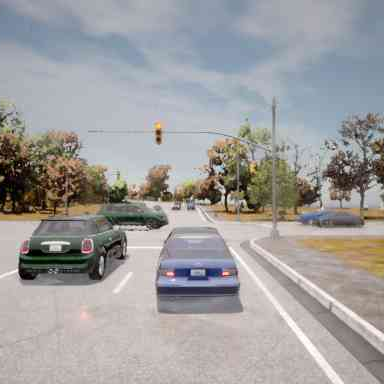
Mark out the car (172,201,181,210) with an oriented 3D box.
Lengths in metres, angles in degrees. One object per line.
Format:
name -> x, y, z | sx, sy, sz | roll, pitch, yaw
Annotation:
car -> -3.712, 3.539, 77.834 | 1.895, 1.301, 4.718 | 0, 0, 0

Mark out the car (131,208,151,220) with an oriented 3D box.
car -> -7.220, 3.158, 47.798 | 2.128, 1.511, 4.902 | 0, -2, 1

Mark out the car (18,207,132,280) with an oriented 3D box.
car -> -3.444, 1.486, 10.515 | 2.097, 1.767, 4.553 | 0, -1, 0

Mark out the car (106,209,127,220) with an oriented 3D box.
car -> -10.762, 3.208, 47.601 | 2.033, 1.411, 5.357 | 0, -2, -3

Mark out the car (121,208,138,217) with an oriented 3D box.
car -> -10.740, 3.504, 57.478 | 1.895, 1.301, 4.718 | 0, -1, 0

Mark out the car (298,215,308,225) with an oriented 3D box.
car -> 13.158, 2.525, 33.140 | 5.008, 1.535, 1.882 | 0, -3, -1

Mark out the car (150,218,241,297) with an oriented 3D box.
car -> 0.068, 1.646, 8.901 | 2.033, 1.411, 5.357 | 0, -1, -1

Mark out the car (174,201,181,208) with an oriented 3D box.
car -> -3.833, 3.248, 87.867 | 1.837, 1.490, 4.892 | 0, 0, -4

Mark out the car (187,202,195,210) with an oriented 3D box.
car -> -0.212, 3.467, 77.779 | 1.812, 1.442, 4.674 | 0, 0, 0

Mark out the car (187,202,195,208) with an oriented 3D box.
car -> -0.334, 3.305, 87.961 | 1.994, 1.385, 4.181 | 0, 0, -4

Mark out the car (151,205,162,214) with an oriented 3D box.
car -> -7.198, 3.488, 67.979 | 1.837, 1.490, 4.892 | 0, 0, 0

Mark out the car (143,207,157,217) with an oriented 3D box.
car -> -7.237, 3.433, 57.689 | 1.812, 1.442, 4.674 | 0, -1, 0

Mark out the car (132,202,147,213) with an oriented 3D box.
car -> -10.687, 3.204, 68.235 | 2.150, 2.045, 5.566 | 0, 0, 0

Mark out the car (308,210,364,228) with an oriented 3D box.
car -> 12.993, 2.451, 29.645 | 4.181, 1.385, 1.994 | 0, -3, -2

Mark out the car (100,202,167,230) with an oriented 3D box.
car -> -4.661, 1.944, 26.036 | 5.566, 2.045, 2.150 | 0, -3, 3
